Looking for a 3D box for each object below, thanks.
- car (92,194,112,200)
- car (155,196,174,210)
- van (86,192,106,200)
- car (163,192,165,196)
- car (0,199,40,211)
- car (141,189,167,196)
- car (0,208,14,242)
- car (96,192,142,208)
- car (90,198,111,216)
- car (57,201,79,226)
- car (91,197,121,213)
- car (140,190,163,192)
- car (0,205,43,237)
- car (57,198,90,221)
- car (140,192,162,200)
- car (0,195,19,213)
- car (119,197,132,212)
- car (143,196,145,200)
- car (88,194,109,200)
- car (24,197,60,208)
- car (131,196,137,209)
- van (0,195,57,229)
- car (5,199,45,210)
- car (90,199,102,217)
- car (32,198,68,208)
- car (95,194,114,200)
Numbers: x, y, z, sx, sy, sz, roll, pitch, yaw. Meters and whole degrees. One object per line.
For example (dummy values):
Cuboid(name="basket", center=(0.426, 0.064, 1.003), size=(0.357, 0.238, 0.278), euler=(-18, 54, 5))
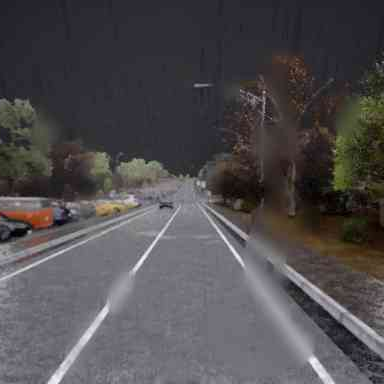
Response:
Cuboid(name="car", center=(-23.709, 1.283, 87.434), size=(4.674, 1.452, 2.002), euler=(0, 0, 0))
Cuboid(name="car", center=(-3.516, 1.665, 46.071), size=(2.033, 1.411, 5.357), euler=(0, 0, 0))
Cuboid(name="van", center=(-23.579, 1.009, 81.976), size=(4.442, 1.987, 1.878), euler=(1, 0, 0))
Cuboid(name="car", center=(-10.622, 1.243, 90.410), size=(5.008, 1.535, 2.097), euler=(0, 0, 0))
Cuboid(name="car", center=(-23.219, 1.659, 43.923), size=(5.366, 1.575, 1.946), euler=(0, -1, 0))
Cuboid(name="car", center=(-10.656, 0.980, 93.202), size=(5.566, 2.045, 2.435), euler=(0, 0, 0))
Cuboid(name="car", center=(-10.266, 1.539, 13.390), size=(4.792, 1.488, 2.163), euler=(0, 0, 0))
Cuboid(name="car", center=(-10.356, 1.438, 46.696), size=(5.566, 2.045, 2.435), euler=(0, -1, 0))
Cuboid(name="car", center=(-10.497, 1.539, 30.039), size=(5.366, 1.575, 1.946), euler=(0, 0, 0))
Cuboid(name="car", center=(-10.333, 1.545, 21.719), size=(4.792, 1.488, 2.163), euler=(0, 0, 0))
Cuboid(name="car", center=(-10.129, 1.558, 32.692), size=(5.366, 1.575, 1.946), euler=(0, -1, 0))
Cuboid(name="car", center=(-10.658, 1.119, 87.630), size=(4.553, 1.767, 2.185), euler=(0, 0, 0))
Cuboid(name="car", center=(-10.269, 1.541, 16.167), size=(4.792, 1.488, 2.163), euler=(0, 0, 0))
Cuboid(name="car", center=(-10.337, 1.394, 24.493), size=(4.553, 1.767, 2.185), euler=(0, 0, 0))
Cuboid(name="car", center=(-10.597, 1.264, 82.060), size=(4.792, 1.488, 2.163), euler=(0, 0, 0))
Cuboid(name="car", center=(-23.428, 1.359, 38.386), size=(5.566, 2.045, 2.435), euler=(0, -1, 0))
Cuboid(name="car", center=(-10.134, 1.608, 38.365), size=(5.366, 1.575, 1.946), euler=(0, -1, 0))
Cuboid(name="car", center=(-10.304, 1.771, 52.245), size=(4.792, 1.488, 2.163), euler=(0, -1, 0))
Cuboid(name="car", center=(-23.709, 1.278, 84.649), size=(4.674, 1.452, 2.002), euler=(0, 0, 0))
Cuboid(name="car", center=(-23.444, 1.613, 52.110), size=(4.553, 1.767, 2.185), euler=(0, -1, 0))
Cuboid(name="car", center=(-10.511, 1.660, 43.917), size=(5.366, 1.575, 1.946), euler=(0, -1, 0))
Cuboid(name="van", center=(-10.417, 1.288, 18.943), size=(4.442, 1.987, 1.878), euler=(0, 0, 0))
Cuboid(name="car", center=(-23.405, 1.728, 46.693), size=(4.674, 1.452, 2.002), euler=(0, -1, 0))
Cuboid(name="car", center=(-10.303, 1.529, 27.272), size=(4.892, 1.521, 2.231), euler=(0, 0, 0))
Cuboid(name="car", center=(-23.411, 1.765, 54.880), size=(5.008, 1.535, 2.097), euler=(0, -1, 0))
Cuboid(name="car", center=(-23.736, 1.271, 90.346), size=(4.792, 1.488, 2.163), euler=(0, 0, 0))
